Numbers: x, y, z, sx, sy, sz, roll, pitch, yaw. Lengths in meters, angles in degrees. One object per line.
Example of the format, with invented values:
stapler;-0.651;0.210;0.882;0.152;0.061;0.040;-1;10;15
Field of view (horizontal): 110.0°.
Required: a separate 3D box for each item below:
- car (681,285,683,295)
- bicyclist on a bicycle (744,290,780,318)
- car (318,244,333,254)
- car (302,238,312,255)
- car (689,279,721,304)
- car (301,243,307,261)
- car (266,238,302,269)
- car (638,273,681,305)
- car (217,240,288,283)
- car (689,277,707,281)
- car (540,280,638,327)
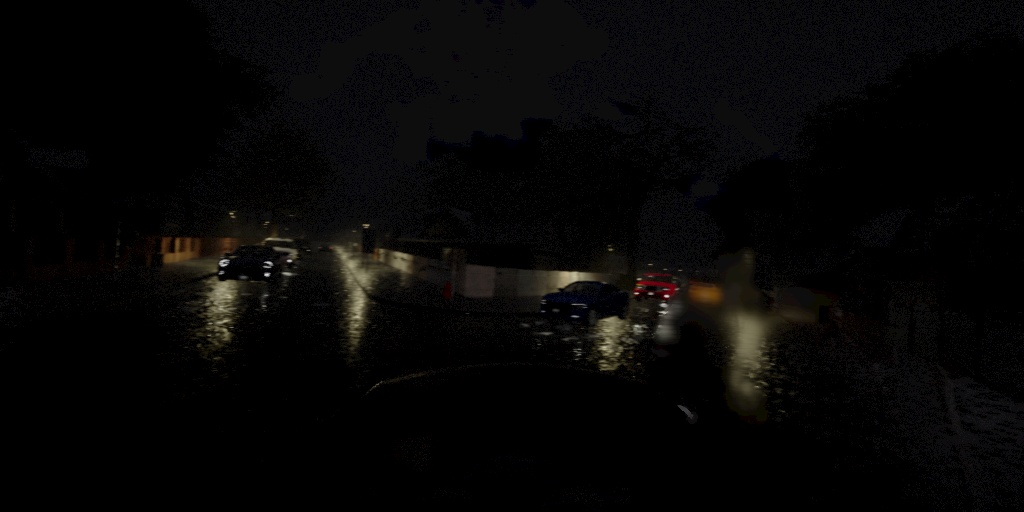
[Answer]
car;15.988;3.174;35.902;2.128;1.511;4.902;3;-2;28
bicyclist on a bicycle;13.963;2.589;20.010;1.656;1.620;0.582;3;-2;31
car;-29.480;-1.172;56.767;1.994;1.385;4.181;4;1;-27
car;-28.380;-1.353;48.449;2.150;2.045;5.566;4;1;-27
car;15.672;2.961;29.026;1.882;1.535;5.008;3;-2;29
car;-21.673;-0.347;35.176;1.994;1.385;4.181;4;0;-27
car;-17.071;-0.270;26.229;2.150;2.045;5.566;4;0;-28
car;10.351;2.253;25.539;2.150;2.045;5.566;3;-2;30
car;-12.631;0.264;17.578;2.097;1.767;4.553;4;0;-27
car;25.605;3.912;49.210;2.150;2.045;5.566;3;-1;24
car;2.995;1.707;14.002;1.882;1.535;5.008;3;-2;37
